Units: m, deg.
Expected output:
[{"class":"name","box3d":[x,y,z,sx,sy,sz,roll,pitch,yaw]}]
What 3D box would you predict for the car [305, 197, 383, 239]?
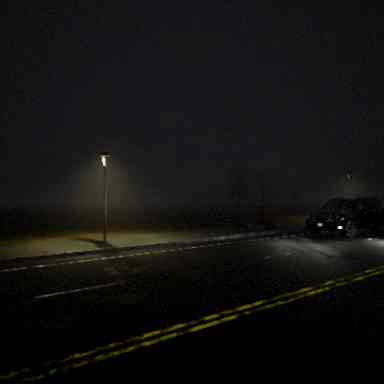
[{"class":"car","box3d":[8.593,1.297,18.365,5.566,2.045,2.150,0,0,-38]}]
